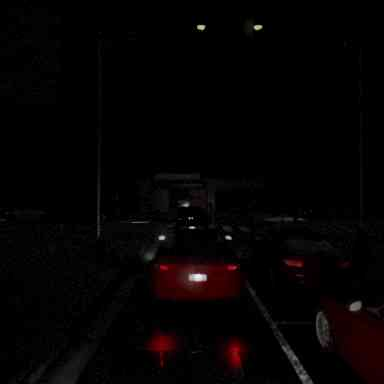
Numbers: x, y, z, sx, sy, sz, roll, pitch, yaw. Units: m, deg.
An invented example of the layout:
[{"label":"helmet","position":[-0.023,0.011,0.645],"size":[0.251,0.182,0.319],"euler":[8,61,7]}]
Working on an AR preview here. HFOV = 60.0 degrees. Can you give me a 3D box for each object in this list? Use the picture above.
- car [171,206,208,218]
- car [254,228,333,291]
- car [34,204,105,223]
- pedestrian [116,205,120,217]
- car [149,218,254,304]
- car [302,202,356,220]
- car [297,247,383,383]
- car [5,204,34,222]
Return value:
[{"label":"car","position":[-0.114,1.552,18.832],"size":[1.837,1.490,4.892],"euler":[0,0,-3]},{"label":"car","position":[2.638,1.605,8.722],"size":[1.802,1.307,4.206],"euler":[1,0,0]},{"label":"car","position":[-8.914,1.646,24.928],"size":[4.674,1.442,1.812],"euler":[-1,-1,0]},{"label":"pedestrian","position":[-6.873,1.745,30.781],"size":[0.500,1.100,0.500],"euler":[0,-1,0]},{"label":"car","position":[0.089,1.586,8.282],"size":[1.994,1.385,4.181],"euler":[0,0,-1]},{"label":"car","position":[11.416,1.550,27.829],"size":[4.181,1.385,1.994],"euler":[-1,-1,0]},{"label":"car","position":[2.646,1.591,3.283],"size":[1.802,1.307,4.206],"euler":[1,0,0]},{"label":"car","position":[-13.148,1.758,27.899],"size":[4.674,1.442,1.812],"euler":[-1,-1,0]}]
